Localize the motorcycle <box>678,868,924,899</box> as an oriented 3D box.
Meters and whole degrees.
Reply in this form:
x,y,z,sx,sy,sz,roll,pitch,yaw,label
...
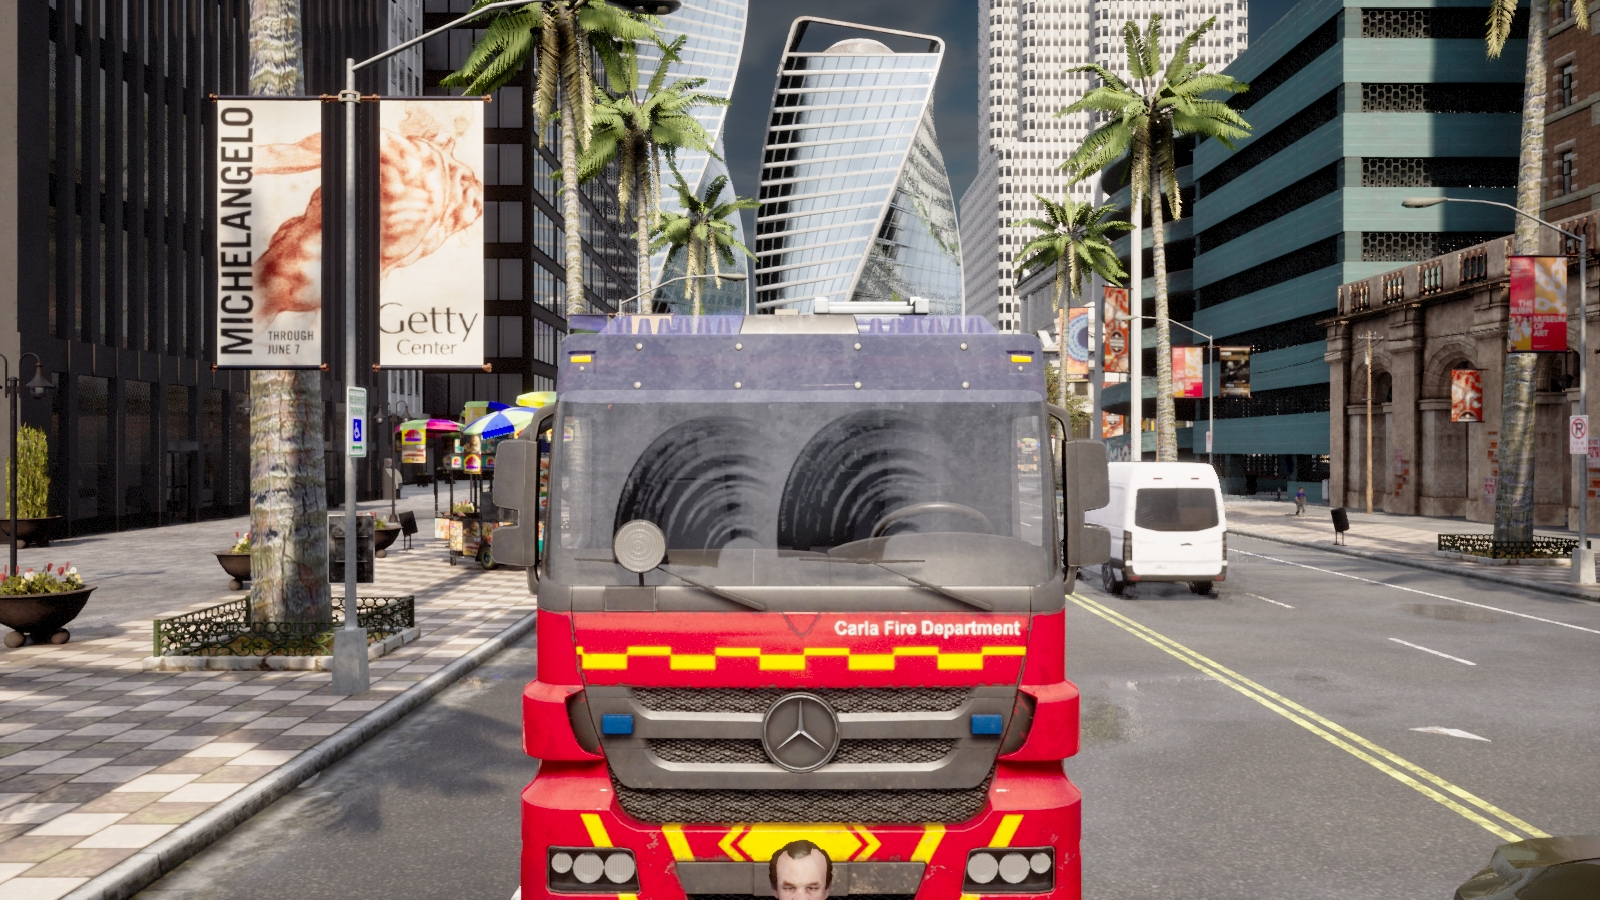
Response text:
x,y,z,sx,sy,sz,roll,pitch,yaw,label
0.003,2.182,3.373,0.856,1.236,1.805,0,0,0,motorcycle

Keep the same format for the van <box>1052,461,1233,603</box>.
x,y,z,sx,sy,sz,roll,pitch,yaw,label
6.959,1.534,24.010,1.988,2.561,5.915,0,0,0,van

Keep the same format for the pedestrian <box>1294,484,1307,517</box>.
x,y,z,sx,sy,sz,roll,pitch,yaw,label
19.658,1.976,44.870,0.375,1.300,0.375,0,0,2,pedestrian

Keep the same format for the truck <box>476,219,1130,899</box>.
x,y,z,sx,sy,sz,roll,pitch,yaw,label
0.019,0.890,9.289,2.891,3.827,8.468,0,0,0,truck

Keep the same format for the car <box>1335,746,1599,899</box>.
x,y,z,sx,sy,sz,roll,pitch,yaw,label
3.504,2.061,2.660,2.231,1.480,4.892,0,0,0,car
